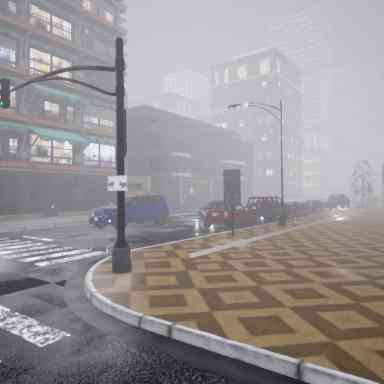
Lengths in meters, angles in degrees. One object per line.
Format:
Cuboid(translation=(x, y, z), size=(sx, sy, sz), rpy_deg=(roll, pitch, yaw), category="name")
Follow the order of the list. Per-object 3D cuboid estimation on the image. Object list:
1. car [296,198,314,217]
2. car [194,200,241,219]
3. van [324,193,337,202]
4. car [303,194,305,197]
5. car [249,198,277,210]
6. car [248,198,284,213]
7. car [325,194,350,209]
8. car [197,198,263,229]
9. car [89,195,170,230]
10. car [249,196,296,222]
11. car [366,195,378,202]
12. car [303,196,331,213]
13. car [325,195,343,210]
Cuboid(translation=(9.109, 1.471, 29.768), size=(1.802, 1.307, 4.206), rpy_deg=(-1, 0, 36), category="car")
Cuboid(translation=(2.356, 1.470, 29.731), size=(1.837, 1.490, 4.892), rpy_deg=(-1, 0, 37), category="car")
Cuboid(translation=(29.318, 1.229, 70.459), size=(1.690, 1.788, 3.998), rpy_deg=(-1, 0, 36), category="van")
Cuboid(translation=(22.581, 1.440, 61.318), size=(1.752, 1.417, 4.829), rpy_deg=(-1, 0, 36), category="car")
Cuboid(translation=(9.304, 1.489, 43.311), size=(1.752, 1.417, 4.829), rpy_deg=(-1, 0, 36), category="car")
Cuboid(translation=(8.583, 1.490, 38.164), size=(2.033, 1.411, 5.357), rpy_deg=(-1, 0, 37), category="car")
Cuboid(translation=(19.064, 1.167, 43.274), size=(2.192, 1.841, 5.009), rpy_deg=(-1, 0, 36), category="car")
Cuboid(translation=(2.470, 1.353, 20.765), size=(1.967, 1.590, 4.097), rpy_deg=(-1, 0, 36), category="car")
Cuboid(translation=(-3.823, 1.209, 21.321), size=(2.150, 2.045, 5.566), rpy_deg=(-1, 0, 38), category="car")
Cuboid(translation=(5.787, 1.216, 25.268), size=(2.192, 1.841, 5.009), rpy_deg=(-1, 0, 36), category="car")
Cuboid(translation=(35.662, 1.334, 65.782), size=(1.887, 1.381, 4.507), rpy_deg=(-1, 0, 36), category="car")
Cuboid(translation=(12.428, 1.421, 34.270), size=(1.887, 1.381, 4.507), rpy_deg=(-1, 0, 36), category="car")
Cuboid(translation=(15.747, 1.415, 38.772), size=(2.008, 1.369, 4.403), rpy_deg=(-1, 0, 36), category="car")
